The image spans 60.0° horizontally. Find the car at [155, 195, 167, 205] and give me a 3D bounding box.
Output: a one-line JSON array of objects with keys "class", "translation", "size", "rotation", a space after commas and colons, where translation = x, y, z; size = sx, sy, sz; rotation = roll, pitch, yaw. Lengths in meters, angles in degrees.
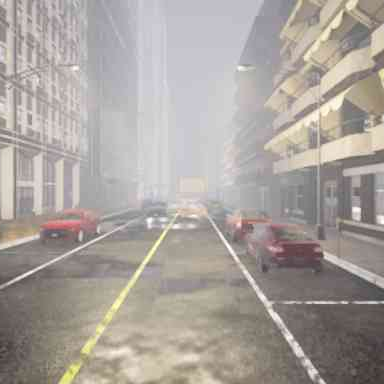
[{"class": "car", "translation": [-5.673, 1.448, 61.189], "size": [1.967, 1.590, 4.097], "rotation": [0, 0, 0]}]

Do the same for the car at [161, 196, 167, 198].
[{"class": "car", "translation": [-5.674, 1.555, 55.540], "size": [2.008, 1.369, 4.403], "rotation": [0, 0, 0]}]

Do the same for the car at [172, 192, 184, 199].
[{"class": "car", "translation": [-2.980, 0.934, 71.673], "size": [2.150, 2.045, 5.566], "rotation": [0, 0, 0]}]

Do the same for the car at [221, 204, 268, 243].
[{"class": "car", "translation": [2.695, 1.438, 15.998], "size": [1.967, 1.590, 4.097], "rotation": [0, 0, 0]}]

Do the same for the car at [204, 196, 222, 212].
[{"class": "car", "translation": [2.702, 1.524, 38.762], "size": [1.752, 1.417, 4.829], "rotation": [0, 0, 0]}]

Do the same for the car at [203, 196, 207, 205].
[{"class": "car", "translation": [2.703, 1.566, 44.241], "size": [1.947, 1.339, 4.313], "rotation": [0, 0, 0]}]

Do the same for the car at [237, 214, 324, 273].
[{"class": "car", "translation": [2.694, 1.580, 10.350], "size": [1.802, 1.307, 4.206], "rotation": [0, 0, 0]}]

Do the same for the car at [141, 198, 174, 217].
[{"class": "car", "translation": [-3.090, 1.545, 30.997], "size": [2.033, 1.411, 5.357], "rotation": [0, 0, 0]}]

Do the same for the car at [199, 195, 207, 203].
[{"class": "car", "translation": [2.706, 1.556, 55.538], "size": [2.008, 1.369, 4.403], "rotation": [0, 0, 0]}]

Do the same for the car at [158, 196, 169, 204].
[{"class": "car", "translation": [-5.671, 1.537, 66.667], "size": [1.752, 1.417, 4.829], "rotation": [0, 0, 0]}]

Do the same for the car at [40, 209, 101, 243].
[{"class": "car", "translation": [-5.685, 1.542, 16.001], "size": [1.887, 1.381, 4.507], "rotation": [0, 0, 0]}]

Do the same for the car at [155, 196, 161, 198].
[{"class": "car", "translation": [-5.678, 1.566, 44.243], "size": [1.947, 1.339, 4.313], "rotation": [0, 0, 0]}]

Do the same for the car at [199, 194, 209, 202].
[{"class": "car", "translation": [2.713, 1.335, 78.132], "size": [2.192, 1.841, 5.009], "rotation": [0, 0, 0]}]

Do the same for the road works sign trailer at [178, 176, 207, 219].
[{"class": "road works sign trailer", "translation": [0.008, 0.462, 28.655], "size": [2.380, 3.560, 2.880], "rotation": [0, 0, 0]}]
